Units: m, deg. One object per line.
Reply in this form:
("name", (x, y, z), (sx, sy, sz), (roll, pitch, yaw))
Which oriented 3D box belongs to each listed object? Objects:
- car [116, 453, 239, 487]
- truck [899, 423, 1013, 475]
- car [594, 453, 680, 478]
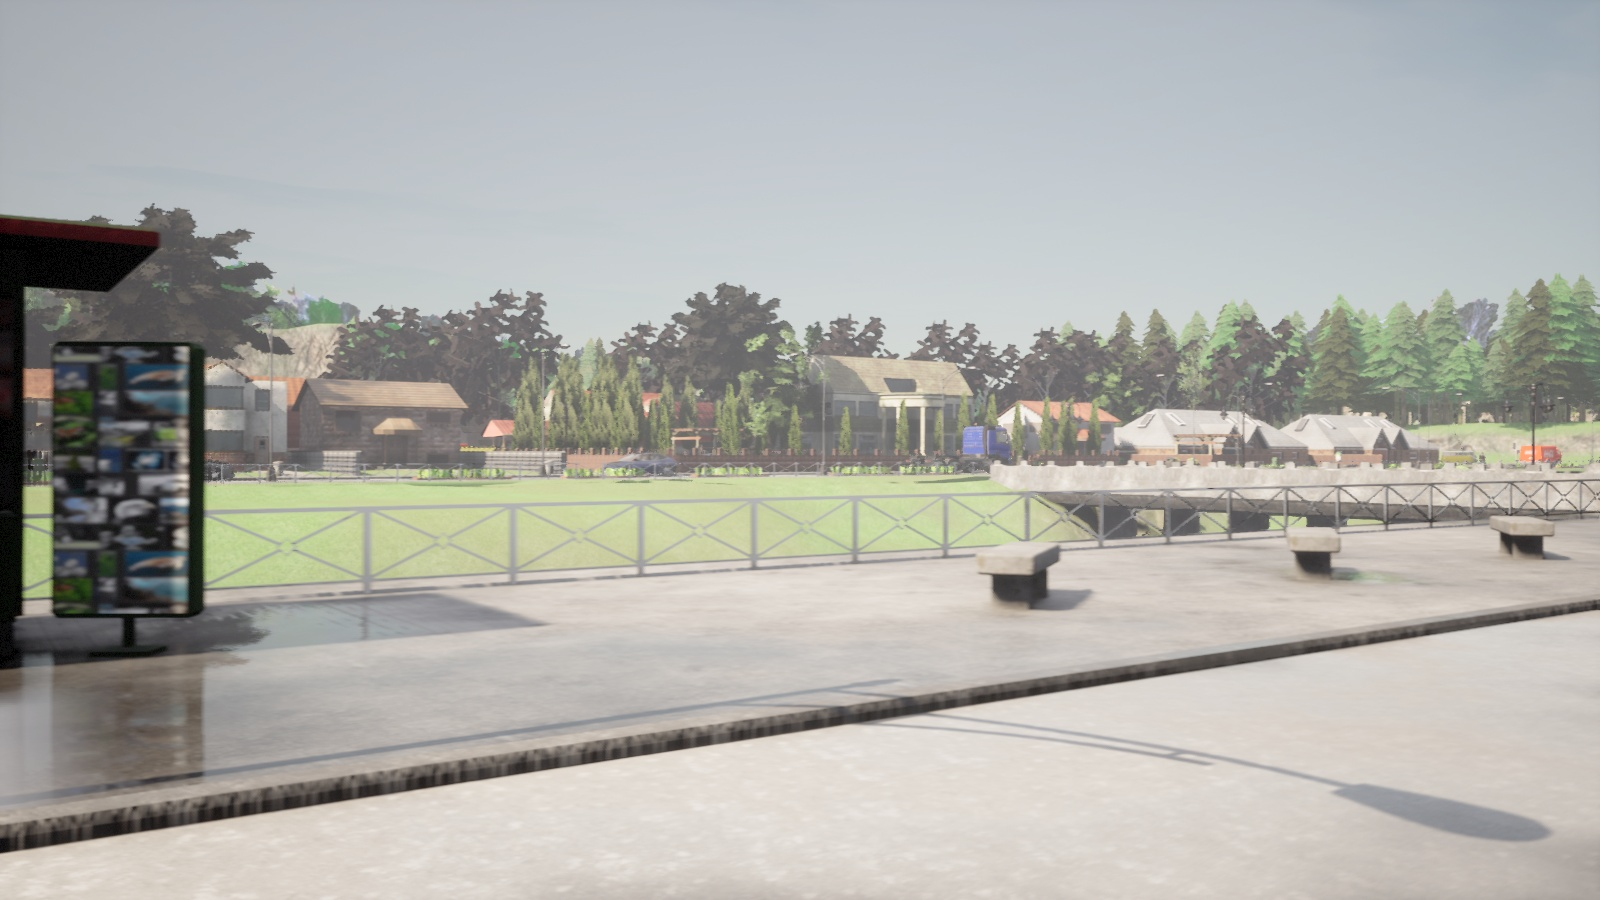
("car", (-29.255, 0.908, 59.080), (4.902, 1.511, 2.128), (0, 0, -35))
("truck", (10.865, -0.047, 86.996), (7.936, 3.462, 2.891), (0, 0, -35))
("car", (-10.001, 0.955, 77.348), (4.792, 1.488, 2.163), (0, 0, -35))
